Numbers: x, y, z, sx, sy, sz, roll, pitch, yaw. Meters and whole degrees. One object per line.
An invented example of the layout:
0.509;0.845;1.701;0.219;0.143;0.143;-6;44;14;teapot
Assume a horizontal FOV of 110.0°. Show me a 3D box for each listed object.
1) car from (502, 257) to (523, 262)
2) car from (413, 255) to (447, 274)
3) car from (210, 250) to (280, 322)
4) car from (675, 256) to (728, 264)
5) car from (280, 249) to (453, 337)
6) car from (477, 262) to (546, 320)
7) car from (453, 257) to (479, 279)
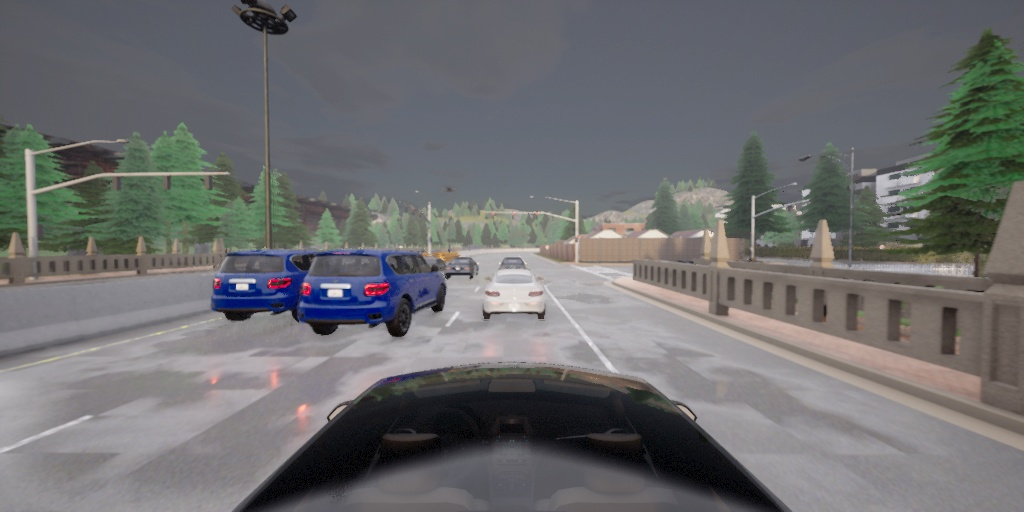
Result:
0.054;0.790;25.357;2.033;1.411;5.357;0;2;0;car
-6.928;0.663;30.802;1.994;1.385;4.181;0;2;0;car
-6.925;0.813;11.791;2.150;2.045;5.566;0;1;-1;car
18.051;0.613;34.049;4.718;1.301;1.895;0;2;2;car
-3.487;0.849;10.162;2.150;2.045;5.566;0;0;4;car
0.064;1.121;11.814;1.812;1.442;4.674;0;1;0;car
-3.446;0.790;25.349;2.033;1.411;5.357;0;2;0;car
